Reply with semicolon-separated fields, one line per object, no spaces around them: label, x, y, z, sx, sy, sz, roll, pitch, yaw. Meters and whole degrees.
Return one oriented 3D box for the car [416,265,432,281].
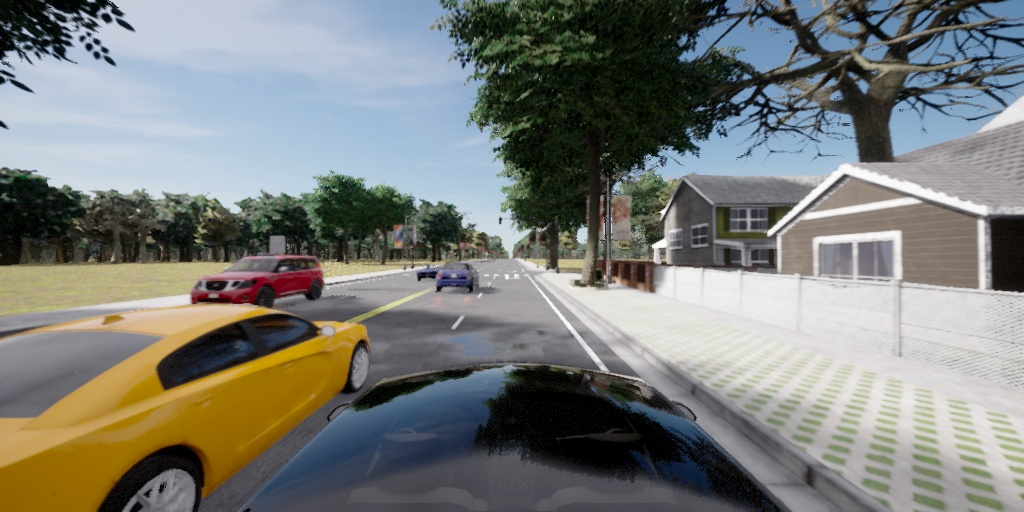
car;-6.497;1.368;29.734;1.895;1.301;4.718;0;0;0

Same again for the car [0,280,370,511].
car;-3.149;1.228;3.661;1.882;1.535;5.008;0;0;0

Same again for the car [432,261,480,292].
car;-3.148;1.104;21.571;2.097;1.767;4.553;0;0;0

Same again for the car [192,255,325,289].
car;-9.844;0.974;14.585;2.150;2.045;5.566;0;0;0
